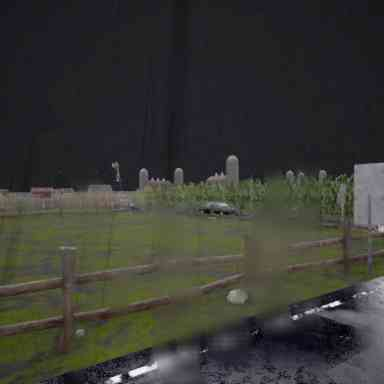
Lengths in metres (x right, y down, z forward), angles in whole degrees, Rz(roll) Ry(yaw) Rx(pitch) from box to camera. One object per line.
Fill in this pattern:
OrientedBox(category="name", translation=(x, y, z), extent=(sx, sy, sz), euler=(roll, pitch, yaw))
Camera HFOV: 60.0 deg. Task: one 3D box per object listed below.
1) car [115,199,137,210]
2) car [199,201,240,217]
OrientedBox(category="car", translation=(-10.276, 1.882, 51.597), extent=(2.128, 1.511, 4.902), euler=(0, 0, -35))
OrientedBox(category="car", translation=(2.701, 1.675, 33.169), extent=(1.882, 1.535, 5.008), euler=(0, 0, -35))
